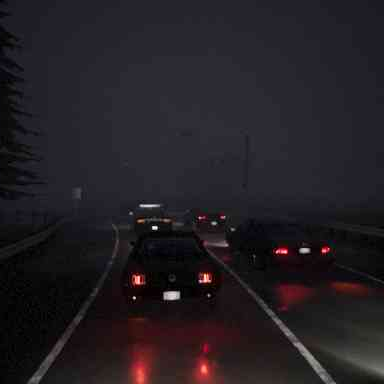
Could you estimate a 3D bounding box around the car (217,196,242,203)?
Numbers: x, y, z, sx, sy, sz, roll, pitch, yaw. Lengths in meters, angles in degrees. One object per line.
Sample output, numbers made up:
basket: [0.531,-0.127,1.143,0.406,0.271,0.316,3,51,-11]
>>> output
car: [7.810,1.600,69.233,4.674,1.442,1.812,0,0,-21]

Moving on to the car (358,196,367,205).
car: [30.479,1.606,55.244,5.357,1.411,2.033,0,0,-22]

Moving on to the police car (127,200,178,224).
police car: [-2.263,1.445,17.754,1.930,1.638,5.238,0,0,-13]

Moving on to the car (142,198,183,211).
car: [-3.698,1.554,42.371,4.892,1.490,1.837,0,0,-21]

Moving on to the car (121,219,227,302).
car: [-0.599,1.610,8.290,1.895,1.301,4.718,0,0,-6]

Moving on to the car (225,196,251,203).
car: [10.311,1.621,73.911,5.357,1.411,2.033,0,0,-21]

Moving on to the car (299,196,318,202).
car: [28.421,1.640,81.224,4.181,1.385,1.994,0,0,-27]

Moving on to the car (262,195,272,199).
car: [17.817,1.615,69.252,5.357,1.411,2.033,0,0,-21]

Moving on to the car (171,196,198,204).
car: [-1.571,1.564,65.788,4.902,1.511,2.128,0,0,-20]

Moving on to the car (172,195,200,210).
car: [-1.847,1.398,39.329,4.553,1.767,2.097,0,0,-21]

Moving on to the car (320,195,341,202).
car: [33.412,1.611,80.020,4.902,1.511,2.128,0,0,-31]

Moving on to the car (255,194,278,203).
car: [16.234,1.434,72.397,4.553,1.767,2.097,0,0,-21]

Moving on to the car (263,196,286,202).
car: [19.155,1.584,77.233,4.892,1.490,1.837,0,0,-21]

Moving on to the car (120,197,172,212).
car: [-4.938,1.548,34.428,4.892,1.490,1.837,0,0,-21]

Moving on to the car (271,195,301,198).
car: [18.681,1.597,65.860,4.674,1.442,1.812,0,0,-20]

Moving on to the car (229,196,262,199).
car: [10.153,1.573,62.719,4.892,1.490,1.837,0,0,-20]

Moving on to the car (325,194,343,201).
car: [37.019,1.418,86.768,4.553,1.767,2.097,0,0,-35]

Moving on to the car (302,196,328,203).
car: [26.922,1.618,72.752,5.357,1.411,2.033,0,0,-23]

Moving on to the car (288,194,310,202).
car: [24.292,1.437,75.474,4.553,1.767,2.097,0,0,-21]

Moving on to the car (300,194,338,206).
car: [21.175,1.552,55.453,4.902,1.511,2.128,0,0,-21]

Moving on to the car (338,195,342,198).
car: [36.155,1.623,77.625,5.357,1.411,2.033,0,0,-31]

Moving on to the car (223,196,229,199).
car: [8.986,1.598,65.989,4.674,1.442,1.812,0,0,-20]

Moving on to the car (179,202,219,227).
car: [0.682,1.548,20.445,1.812,1.442,4.674,0,0,-13]

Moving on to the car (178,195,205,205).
car: [-0.048,1.421,62.647,4.553,1.767,2.097,0,0,-22]

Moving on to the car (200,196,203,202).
car: [0.508,1.629,59.116,4.181,1.385,1.994,0,0,-21]

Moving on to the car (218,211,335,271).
car: [2.544,1.560,11.042,2.033,1.411,5.357,0,0,-8]

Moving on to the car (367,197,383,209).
car: [27.229,1.614,46.509,4.181,1.385,1.994,0,0,-21]

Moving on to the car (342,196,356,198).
car: [36.439,1.619,73.665,5.357,1.411,2.033,0,0,-31]

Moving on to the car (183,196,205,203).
car: [0.344,1.630,70.168,4.181,1.385,1.994,0,0,-21]
